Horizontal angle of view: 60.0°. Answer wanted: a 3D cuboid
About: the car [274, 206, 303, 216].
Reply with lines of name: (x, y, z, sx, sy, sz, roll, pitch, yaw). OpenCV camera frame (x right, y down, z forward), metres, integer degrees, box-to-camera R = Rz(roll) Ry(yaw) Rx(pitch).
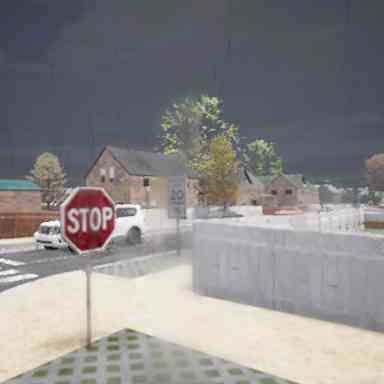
car: (11.027, 2.382, 37.926, 2.097, 1.767, 4.553, -2, -2, 36)

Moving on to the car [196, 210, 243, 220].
car: (2.117, 2.159, 25.513, 1.882, 1.535, 5.008, -2, -2, 36)

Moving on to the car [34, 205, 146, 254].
car: (-4.621, 1.640, 16.068, 2.150, 2.045, 5.566, -2, -2, 35)

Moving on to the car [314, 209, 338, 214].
car: (16.388, 2.675, 40.382, 1.895, 1.301, 4.718, -2, -2, 36)
